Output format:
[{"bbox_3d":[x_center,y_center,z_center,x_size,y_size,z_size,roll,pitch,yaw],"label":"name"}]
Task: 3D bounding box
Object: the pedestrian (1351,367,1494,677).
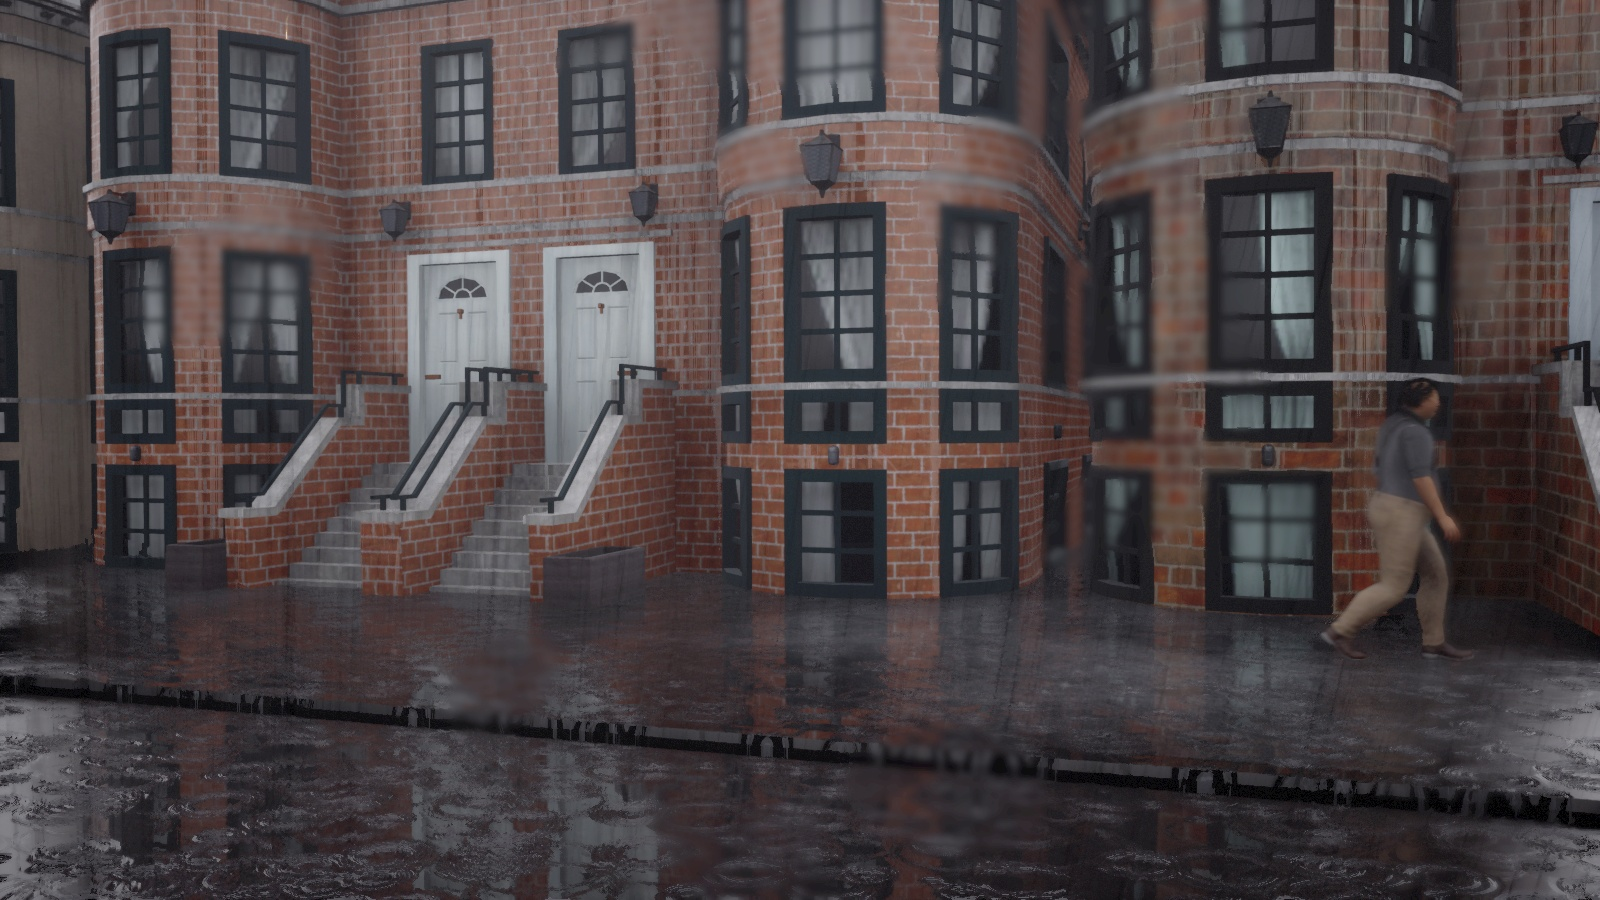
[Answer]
[{"bbox_3d":[3.866,0.425,7.844,0.694,1.848,0.540,0,1,16],"label":"pedestrian"}]
